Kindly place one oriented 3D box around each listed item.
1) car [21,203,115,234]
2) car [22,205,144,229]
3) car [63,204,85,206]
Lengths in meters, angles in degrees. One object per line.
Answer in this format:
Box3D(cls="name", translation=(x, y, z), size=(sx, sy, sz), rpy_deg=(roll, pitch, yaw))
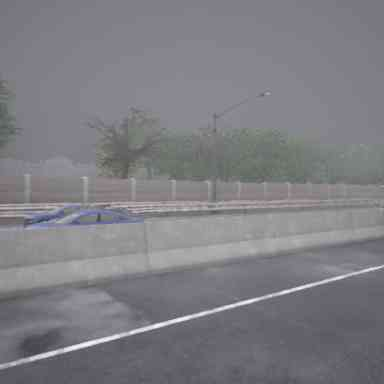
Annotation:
Box3D(cls="car", translation=(-7.424, 1.493, 20.196), size=(5.008, 1.535, 1.882), rpy_deg=(0, 0, -36))
Box3D(cls="car", translation=(-4.379, 1.490, 13.769), size=(5.008, 1.535, 1.882), rpy_deg=(0, 0, -36))
Box3D(cls="car", translation=(-5.021, 1.522, 17.610), size=(4.892, 1.490, 1.837), rpy_deg=(0, 0, -36))
